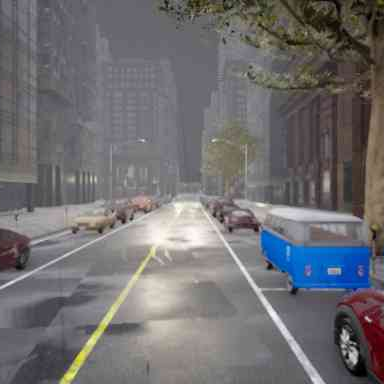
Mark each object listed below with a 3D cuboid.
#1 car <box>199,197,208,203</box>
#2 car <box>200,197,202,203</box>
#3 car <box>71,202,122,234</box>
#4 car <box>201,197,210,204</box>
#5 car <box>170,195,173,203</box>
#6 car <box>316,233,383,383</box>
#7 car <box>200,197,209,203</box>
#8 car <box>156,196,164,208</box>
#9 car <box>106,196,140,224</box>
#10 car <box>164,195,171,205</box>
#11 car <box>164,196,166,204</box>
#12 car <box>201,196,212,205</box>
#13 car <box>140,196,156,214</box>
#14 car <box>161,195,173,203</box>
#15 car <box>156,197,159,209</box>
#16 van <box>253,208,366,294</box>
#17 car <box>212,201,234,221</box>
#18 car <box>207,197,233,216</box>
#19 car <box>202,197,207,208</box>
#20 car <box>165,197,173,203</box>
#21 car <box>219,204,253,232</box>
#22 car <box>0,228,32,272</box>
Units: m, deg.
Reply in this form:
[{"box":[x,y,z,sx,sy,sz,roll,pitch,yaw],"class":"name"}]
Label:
[{"box":[2.842,1.858,81.839,1.947,1.339,4.313,0,0,0],"class":"car"},{"box":[2.847,1.764,59.281,1.802,1.307,4.206,0,0,0],"class":"car"},{"box":[-5.671,1.561,19.644,1.752,1.417,4.829,0,0,0],"class":"car"},{"box":[2.844,1.815,70.560,1.802,1.307,4.206,0,0,0],"class":"car"},{"box":[-5.681,1.799,70.562,1.947,1.339,4.313,0,0,0],"class":"car"},{"box":[2.858,1.445,2.887,1.967,1.590,4.097,0,0,0],"class":"car"},{"box":[2.843,1.827,76.199,1.947,1.339,4.313,0,0,0],"class":"car"},{"box":[-5.677,1.451,48.008,2.192,1.841,5.009,0,0,0],"class":"car"},{"box":[-5.673,1.370,25.452,2.192,1.841,5.009,0,0,0],"class":"car"},{"box":[-5.680,1.772,64.924,1.947,1.339,4.313,0,0,0],"class":"car"},{"box":[-5.677,1.703,53.646,1.887,1.381,4.507,0,0,0],"class":"car"},{"box":[2.845,1.646,64.922,1.967,1.590,4.097,0,0,0],"class":"car"},{"box":[-5.675,1.410,36.731,2.192,1.841,5.009,0,0,0],"class":"car"},{"box":[-5.683,1.576,76.201,2.192,1.841,5.009,0,0,0],"class":"car"},{"box":[-5.675,1.681,42.369,1.947,1.339,4.313,0,0,0],"class":"car"},{"box":[2.857,1.355,8.527,1.690,1.788,3.998,0,0,0],"class":"van"},{"box":[2.852,1.621,25.443,1.947,1.339,4.313,0,0,0],"class":"car"},{"box":[2.851,1.390,31.084,2.192,1.841,5.009,0,0,0],"class":"car"},{"box":[2.849,1.702,48.002,1.947,1.339,4.313,0,0,0],"class":"car"},{"box":[-5.683,1.874,81.839,1.802,1.307,4.206,0,0,0],"class":"car"},{"box":[2.854,1.618,19.805,1.802,1.307,4.206,0,0,0],"class":"car"},{"box":[-5.669,1.596,8.537,1.802,1.307,4.206,0,0,0],"class":"car"}]
